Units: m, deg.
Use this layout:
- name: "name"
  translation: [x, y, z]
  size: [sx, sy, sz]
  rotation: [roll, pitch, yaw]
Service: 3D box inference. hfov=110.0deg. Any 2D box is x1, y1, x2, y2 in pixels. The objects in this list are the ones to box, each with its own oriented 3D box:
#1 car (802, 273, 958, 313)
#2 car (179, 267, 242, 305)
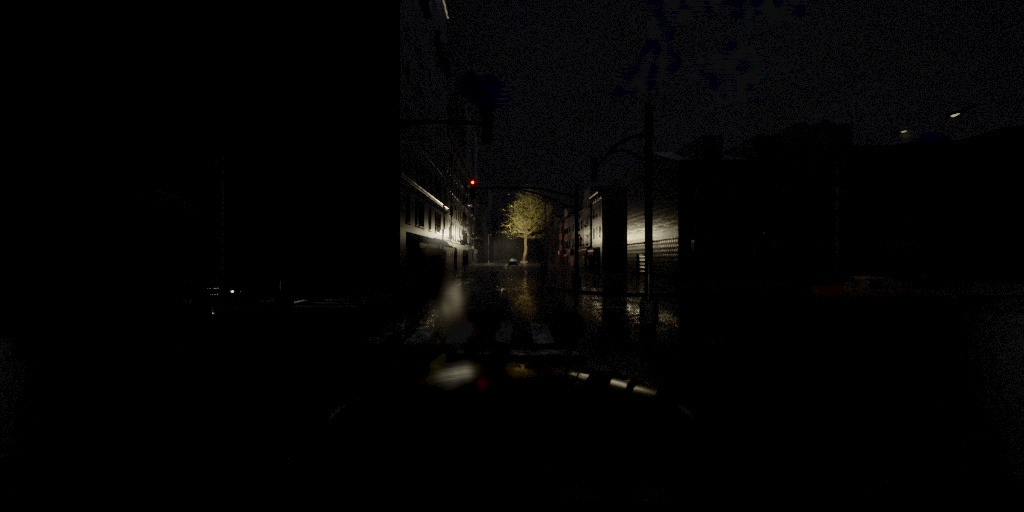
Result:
- name: "car"
  translation: [13.904, 1.346, 13.654]
  size: [4.829, 1.417, 1.751]
  rotation: [0, 0, 0]
- name: "car"
  translation: [-13.758, 1.178, 14.542]
  size: [4.892, 1.490, 1.837]
  rotation: [0, 0, 0]
